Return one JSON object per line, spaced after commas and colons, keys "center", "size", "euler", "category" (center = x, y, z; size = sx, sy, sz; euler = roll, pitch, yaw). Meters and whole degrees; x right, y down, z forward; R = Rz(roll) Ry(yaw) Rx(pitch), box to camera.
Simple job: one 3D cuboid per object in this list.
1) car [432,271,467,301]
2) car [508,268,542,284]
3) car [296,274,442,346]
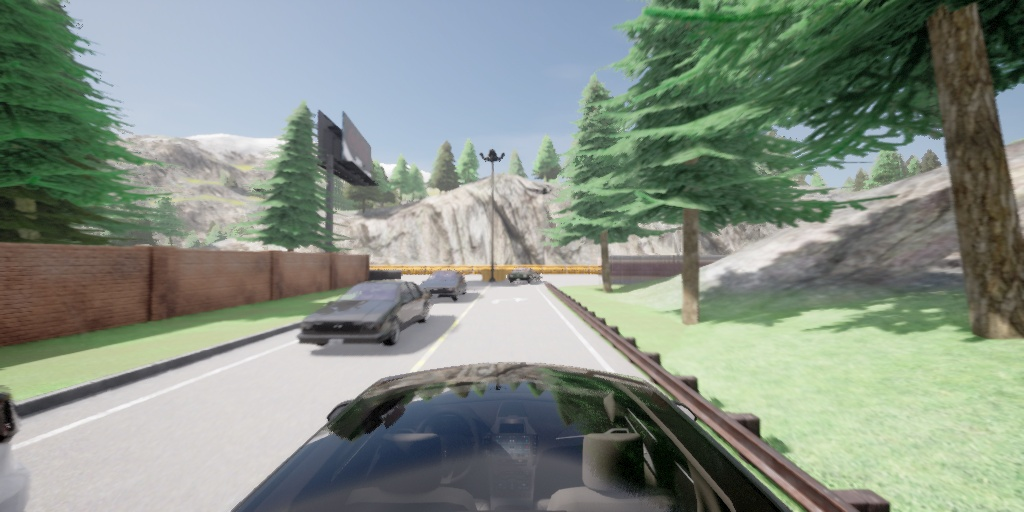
{"center": [-3.503, 1.490, 19.060], "size": [2.033, 1.411, 5.357], "euler": [0, -1, 0], "category": "car"}
{"center": [1.217, 1.702, 31.819], "size": [1.895, 1.301, 4.718], "euler": [0, -1, 18], "category": "car"}
{"center": [-3.582, 1.391, 9.983], "size": [2.033, 1.411, 5.357], "euler": [0, -1, 0], "category": "car"}
